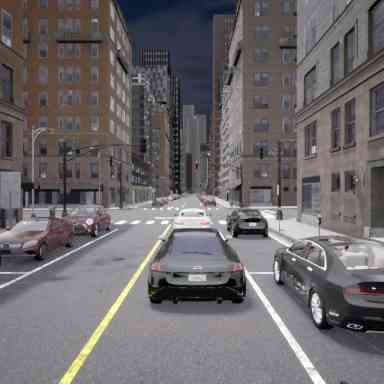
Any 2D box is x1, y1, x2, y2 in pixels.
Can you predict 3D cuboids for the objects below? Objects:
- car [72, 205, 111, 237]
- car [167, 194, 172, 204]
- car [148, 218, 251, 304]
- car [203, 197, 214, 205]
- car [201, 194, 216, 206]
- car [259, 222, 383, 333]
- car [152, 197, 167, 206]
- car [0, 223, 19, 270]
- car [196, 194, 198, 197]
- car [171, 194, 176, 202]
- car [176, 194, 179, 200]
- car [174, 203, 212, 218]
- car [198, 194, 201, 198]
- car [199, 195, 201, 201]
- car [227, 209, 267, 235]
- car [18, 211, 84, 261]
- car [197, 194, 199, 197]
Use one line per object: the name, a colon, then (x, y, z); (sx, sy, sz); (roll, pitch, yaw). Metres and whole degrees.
car: (-5.655, 1.441, 17.736); (1.967, 1.590, 4.097); (0, 0, 0)
car: (-5.559, 1.607, 65.656); (2.008, 1.369, 4.403); (0, 0, 0)
car: (0.089, 1.564, 8.192); (1.994, 1.385, 4.181); (0, 0, 0)
car: (2.951, 1.571, 60.398); (1.752, 1.417, 4.829); (0, 0, 0)
car: (2.936, 1.476, 54.819); (1.967, 1.590, 4.097); (0, 0, 0)
car: (2.860, 1.551, 6.726); (2.008, 1.369, 4.403); (0, 0, 0)
car: (-5.588, 1.618, 54.839); (1.802, 1.307, 4.206); (0, 0, 0)
car: (-5.665, 1.566, 6.733); (1.947, 1.339, 4.313); (0, 0, 0)
car: (3.037, 1.458, 92.682); (2.192, 1.841, 5.009); (0, 0, 0)
car: (-5.516, 1.626, 81.711); (1.752, 1.417, 4.829); (0, 0, 0)
car: (-5.488, 1.457, 92.699); (2.192, 1.841, 5.009); (0, 0, 0)
car: (0.049, 1.526, 16.951); (1.812, 1.442, 4.674); (0, 0, 1)
car: (2.994, 1.525, 76.454); (1.967, 1.590, 4.097); (0, 0, 0)
car: (2.966, 1.607, 65.636); (2.008, 1.369, 4.403); (0, 0, 0)
car: (2.870, 1.567, 17.728); (1.947, 1.339, 4.313); (0, 0, 0)
car: (-5.660, 1.582, 12.235); (1.802, 1.307, 4.206); (0, 0, 0)
car: (3.023, 1.561, 87.272); (1.967, 1.590, 4.097); (0, 0, 0)
